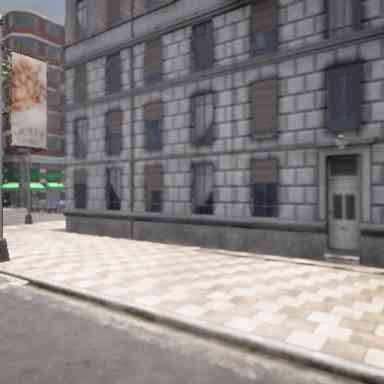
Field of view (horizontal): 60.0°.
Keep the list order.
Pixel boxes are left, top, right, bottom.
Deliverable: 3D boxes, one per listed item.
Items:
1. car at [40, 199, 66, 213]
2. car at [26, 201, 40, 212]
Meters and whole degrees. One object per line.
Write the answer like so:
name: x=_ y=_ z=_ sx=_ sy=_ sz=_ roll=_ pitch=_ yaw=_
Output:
car: x=-14.155 y=1.564 z=37.503 sx=1.812 sy=1.442 sz=4.674 roll=0 pitch=0 yaw=36
car: x=-17.253 y=1.607 z=39.183 sx=1.994 sy=1.385 sz=4.181 roll=0 pitch=0 yaw=36
